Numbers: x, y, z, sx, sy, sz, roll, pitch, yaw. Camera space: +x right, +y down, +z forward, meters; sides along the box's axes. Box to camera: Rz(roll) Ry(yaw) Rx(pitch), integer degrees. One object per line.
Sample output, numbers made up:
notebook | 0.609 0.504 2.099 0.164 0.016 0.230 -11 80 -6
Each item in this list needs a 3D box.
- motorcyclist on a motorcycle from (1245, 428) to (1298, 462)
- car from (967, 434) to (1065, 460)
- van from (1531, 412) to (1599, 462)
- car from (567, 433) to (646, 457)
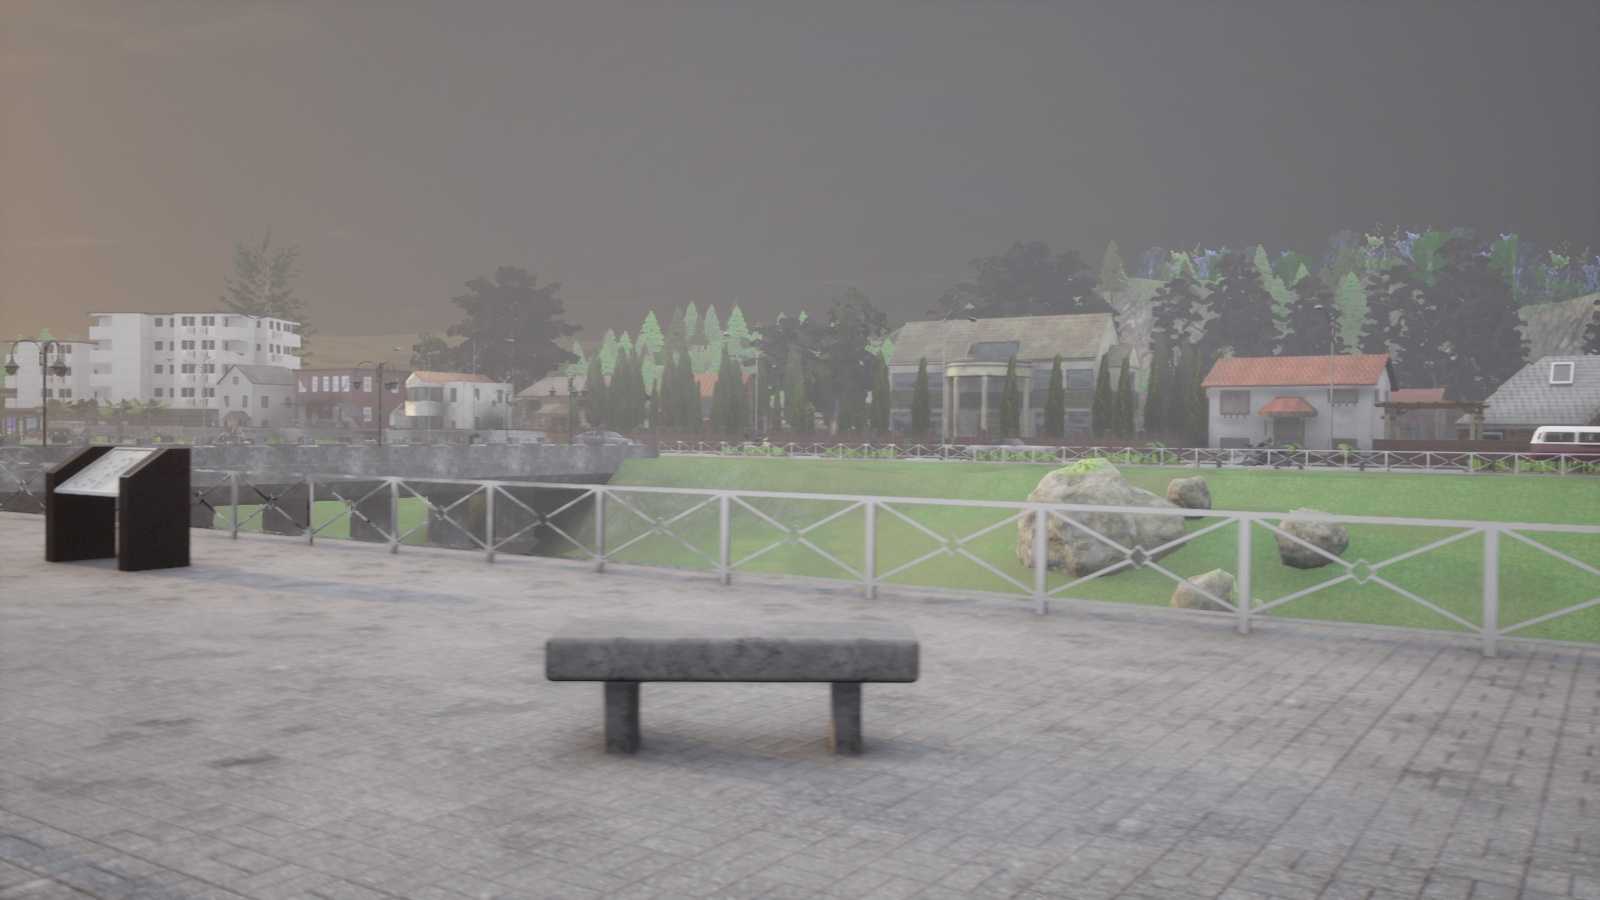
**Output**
motorcyclist on a motorcycle | 22.067 -0.236 58.786 2.191 1.530 0.866 0 1 34
car | 11.319 -0.171 65.931 4.718 1.301 1.895 0 1 34
van | 32.744 -0.547 51.683 4.480 2.038 2.069 0 1 34
car | -12.605 -0.315 81.831 4.902 1.511 2.128 0 1 34
